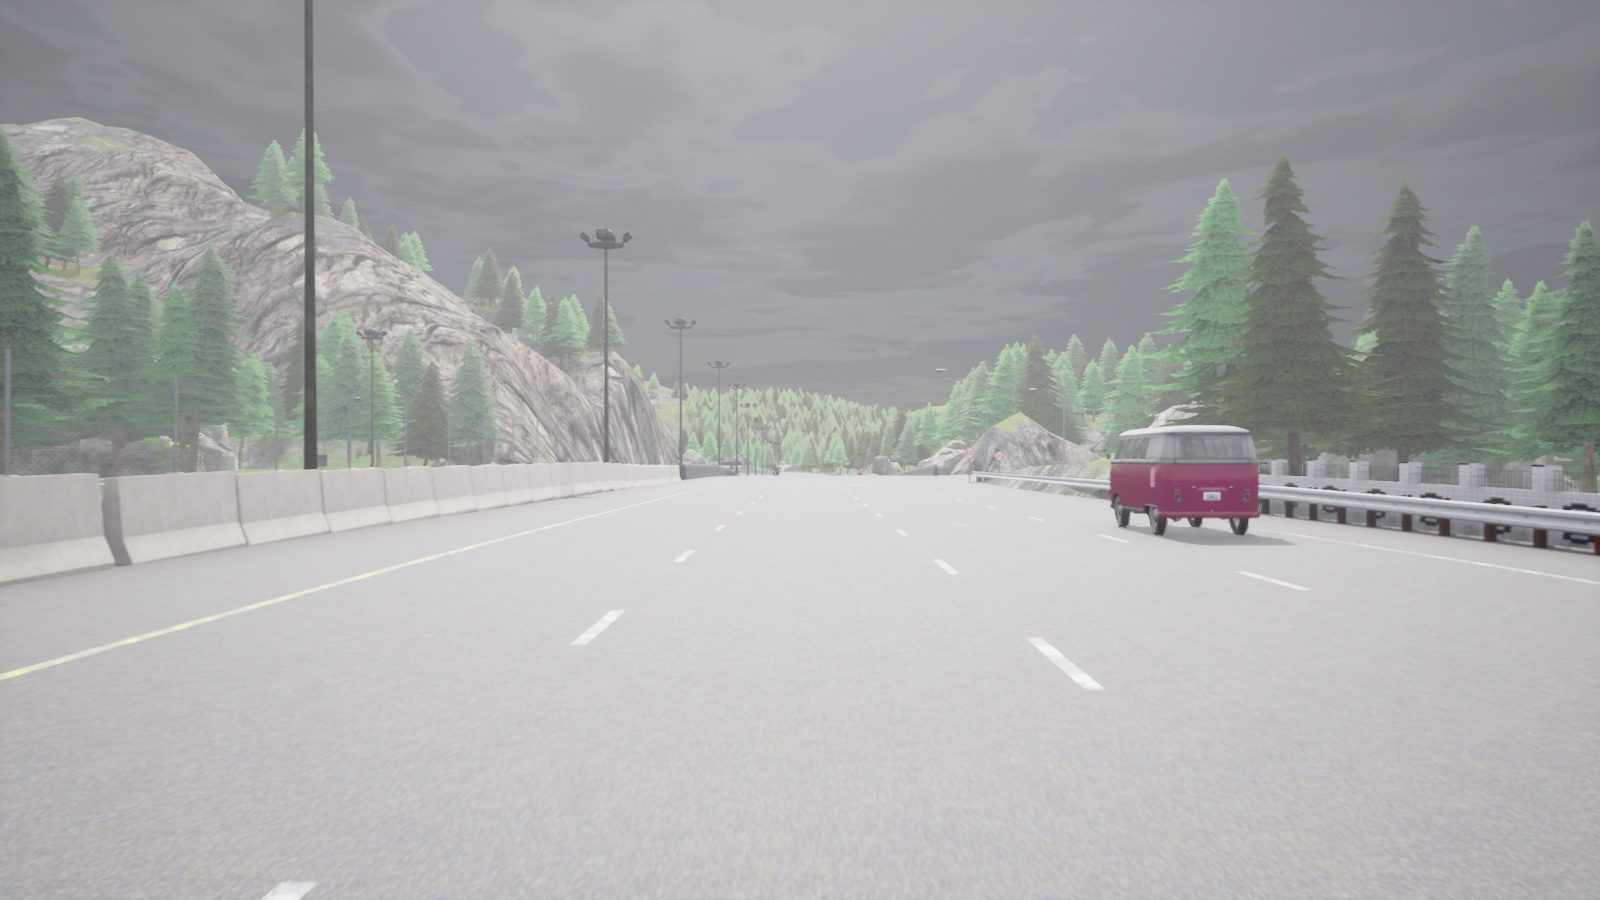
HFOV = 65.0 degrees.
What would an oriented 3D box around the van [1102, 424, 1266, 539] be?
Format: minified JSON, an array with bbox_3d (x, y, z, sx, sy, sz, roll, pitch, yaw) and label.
[{"bbox_3d":[7.151,0.560,23.872,1.775,1.987,4.442,0,0,0],"label":"van"}]
